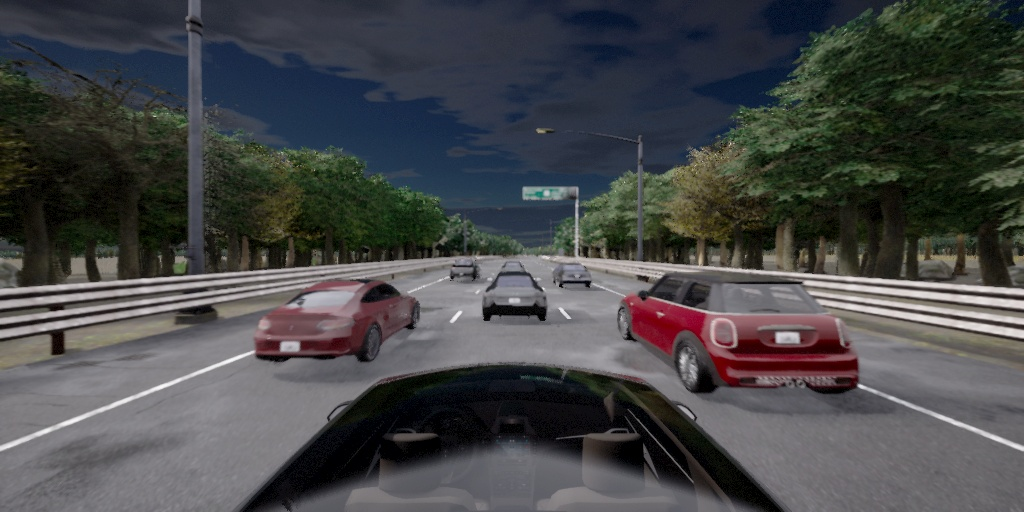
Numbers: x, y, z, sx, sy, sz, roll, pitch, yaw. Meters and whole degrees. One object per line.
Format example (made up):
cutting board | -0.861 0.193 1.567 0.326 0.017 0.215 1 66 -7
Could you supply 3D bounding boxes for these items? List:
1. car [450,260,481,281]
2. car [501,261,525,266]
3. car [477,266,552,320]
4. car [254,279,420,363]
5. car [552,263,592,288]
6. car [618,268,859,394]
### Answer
car | -3.431 1.019 26.851 2.128 1.511 4.902 0 0 0
car | 0.070 1.086 27.415 1.994 1.385 4.181 0 0 0
car | 0.079 1.218 12.217 1.994 1.385 4.181 0 1 0
car | -3.435 1.218 7.889 1.812 1.442 4.674 0 1 1
car | 3.552 1.116 22.033 2.033 1.411 5.357 0 1 0
car | 3.558 1.055 6.738 2.097 1.767 4.553 0 0 0
